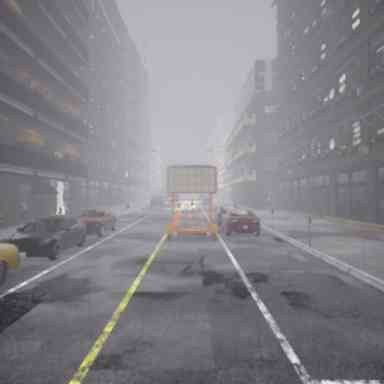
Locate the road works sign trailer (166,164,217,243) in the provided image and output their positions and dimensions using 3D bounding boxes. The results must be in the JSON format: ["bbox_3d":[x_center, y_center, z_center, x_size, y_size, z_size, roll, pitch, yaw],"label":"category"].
[{"bbox_3d":[0.000,0.476,16.060,2.380,3.560,2.880,0,0,0],"label":"road works sign trailer"}]

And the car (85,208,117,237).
[{"bbox_3d":[-5.311,1.557,18.182,1.887,1.381,4.507,1,0,0],"label":"car"}]

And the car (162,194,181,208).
[{"bbox_3d":[-2.847,1.255,49.950,2.150,2.045,5.566,0,0,0],"label":"car"}]

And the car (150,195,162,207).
[{"bbox_3d":[-5.316,1.350,52.207,2.192,1.841,5.009,1,0,0],"label":"car"}]

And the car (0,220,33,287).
[{"bbox_3d":[-5.307,1.530,6.670,1.752,1.417,4.829,1,0,0],"label":"car"}]

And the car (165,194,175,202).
[{"bbox_3d":[-5.323,1.370,80.561,2.192,1.841,5.009,1,0,0],"label":"car"}]

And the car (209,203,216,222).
[{"bbox_3d":[2.568,1.567,23.884,2.008,1.369,4.403,1,0,0],"label":"car"}]

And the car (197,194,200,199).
[{"bbox_3d":[2.554,1.378,91.935,2.192,1.841,5.009,1,0,0],"label":"car"}]

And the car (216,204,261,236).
[{"bbox_3d":[2.570,1.557,18.214,1.887,1.381,4.507,1,0,0],"label":"car"}]

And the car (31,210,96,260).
[{"bbox_3d":[-5.309,1.575,12.511,1.947,1.339,4.313,1,0,0],"label":"car"}]

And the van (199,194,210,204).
[{"bbox_3d":[2.562,1.380,57.910,1.690,1.788,3.998,1,0,0],"label":"van"}]

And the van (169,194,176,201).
[{"bbox_3d":[-5.326,1.404,91.903,1.690,1.788,3.998,1,0,0],"label":"van"}]
